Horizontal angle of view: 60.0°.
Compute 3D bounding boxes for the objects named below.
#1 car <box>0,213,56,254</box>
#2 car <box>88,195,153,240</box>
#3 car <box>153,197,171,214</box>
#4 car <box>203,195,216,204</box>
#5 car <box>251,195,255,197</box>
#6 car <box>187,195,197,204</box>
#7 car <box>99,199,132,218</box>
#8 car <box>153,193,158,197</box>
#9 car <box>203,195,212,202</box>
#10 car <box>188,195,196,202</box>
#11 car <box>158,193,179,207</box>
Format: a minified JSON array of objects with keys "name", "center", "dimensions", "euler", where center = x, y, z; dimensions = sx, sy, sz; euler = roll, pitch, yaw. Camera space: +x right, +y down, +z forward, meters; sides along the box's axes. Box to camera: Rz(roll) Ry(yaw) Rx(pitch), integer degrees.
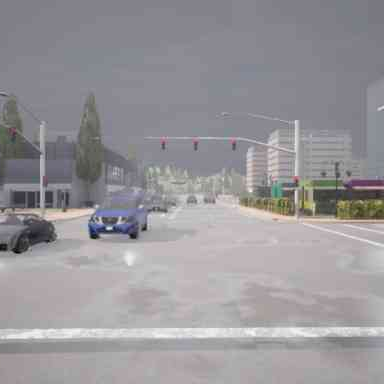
[{"name":"car","center":[-7.103,1.564,13.298],"dimensions":[1.994,1.385,4.181],"euler":[0,0,0]},{"name":"car","center":[-3.605,1.221,17.259],"dimensions":[2.150,2.045,5.566],"euler":[0,0,0]},{"name":"car","center":[-3.609,1.564,35.632],"dimensions":[1.994,1.385,4.181],"euler":[0,0,0]},{"name":"car","center":[3.484,1.491,63.706],"dimensions":[2.128,1.511,4.902],"euler":[0,0,0]},{"name":"car","center":[17.748,1.153,86.877],"dimensions":[4.605,1.855,1.932],"euler":[0,0,-2]},{"name":"car","center":[-0.016,1.491,63.705],"dimensions":[2.128,1.511,4.902],"euler":[0,0,0]},{"name":"car","center":[-7.154,1.478,31.653],"dimensions":[1.882,1.535,5.008],"euler":[0,0,1]},{"name":"car","center":[-7.017,1.217,68.221],"dimensions":[2.150,2.045,5.566],"euler":[0,0,0]},{"name":"car","center":[3.482,1.397,73.981],"dimensions":[1.812,1.442,4.674],"euler":[0,0,0]},{"name":"car","center":[-0.018,1.372,73.979],"dimensions":[1.837,1.490,4.892],"euler":[0,0,0]},{"name":"car","center":[-3.605,1.350,51.416],"dimensions":[2.097,1.767,4.553],"euler":[0,0,0]}]
